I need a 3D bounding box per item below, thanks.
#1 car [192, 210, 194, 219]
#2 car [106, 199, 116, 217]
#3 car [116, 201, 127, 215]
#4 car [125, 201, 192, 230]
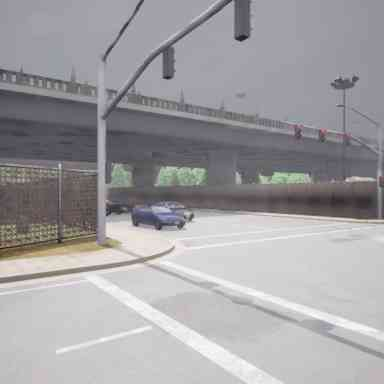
[{"bbox_3d":[-1.729,1.546,26.817,2.128,1.511,4.902,0,0,-36],"label":"car"},{"bbox_3d":[-9.559,1.278,31.761,2.150,2.045,5.566,0,0,-36],"label":"car"},{"bbox_3d":[-7.216,1.618,34.504,1.994,1.385,4.181,0,0,-36],"label":"car"},{"bbox_3d":[-2.330,1.581,21.677,1.812,1.442,4.674,0,0,-38],"label":"car"}]
